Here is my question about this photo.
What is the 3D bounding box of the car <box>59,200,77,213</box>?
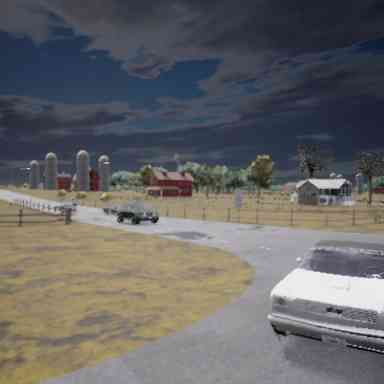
[{"bbox_3d":[-19.084,2.323,51.096,1.812,1.442,4.674,0,1,-35],"label":"car"}]

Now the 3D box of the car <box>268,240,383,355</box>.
[{"bbox_3d":[2.982,1.672,6.265,1.895,1.301,4.718,0,-1,31],"label":"car"}]

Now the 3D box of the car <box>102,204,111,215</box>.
[{"bbox_3d":[-10.786,2.334,45.488,1.837,1.490,4.892,0,0,-35],"label":"car"}]

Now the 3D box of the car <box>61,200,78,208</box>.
[{"bbox_3d":[-23.694,2.256,64.057,1.895,1.301,4.718,0,1,-35],"label":"car"}]

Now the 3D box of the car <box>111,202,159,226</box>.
[{"bbox_3d":[-5.157,1.924,30.902,2.150,2.045,5.566,0,-1,-35],"label":"car"}]
